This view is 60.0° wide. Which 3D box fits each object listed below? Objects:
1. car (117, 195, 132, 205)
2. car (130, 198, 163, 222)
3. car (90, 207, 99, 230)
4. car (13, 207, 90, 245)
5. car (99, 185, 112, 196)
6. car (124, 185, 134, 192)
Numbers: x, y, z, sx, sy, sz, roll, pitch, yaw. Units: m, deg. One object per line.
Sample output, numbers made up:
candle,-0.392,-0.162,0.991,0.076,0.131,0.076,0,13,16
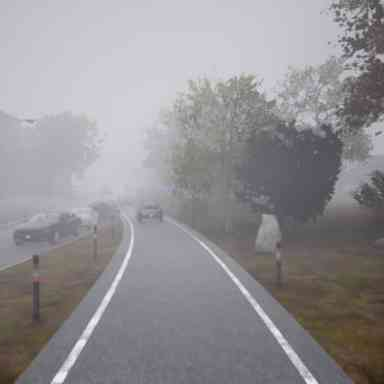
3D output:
car,-8.636,1.073,42.491,1.895,1.301,4.718,-1,3,-15
car,-3.430,1.428,25.894,2.128,1.511,4.902,-1,1,-13
car,-7.723,1.796,23.369,2.002,1.452,4.674,1,0,-5
car,-7.261,1.730,17.243,2.097,1.535,5.008,-1,0,0
car,-17.291,-0.347,66.599,2.150,2.045,5.566,-1,3,-9
car,-14.927,-0.940,78.740,2.097,1.767,4.553,-1,2,-8
